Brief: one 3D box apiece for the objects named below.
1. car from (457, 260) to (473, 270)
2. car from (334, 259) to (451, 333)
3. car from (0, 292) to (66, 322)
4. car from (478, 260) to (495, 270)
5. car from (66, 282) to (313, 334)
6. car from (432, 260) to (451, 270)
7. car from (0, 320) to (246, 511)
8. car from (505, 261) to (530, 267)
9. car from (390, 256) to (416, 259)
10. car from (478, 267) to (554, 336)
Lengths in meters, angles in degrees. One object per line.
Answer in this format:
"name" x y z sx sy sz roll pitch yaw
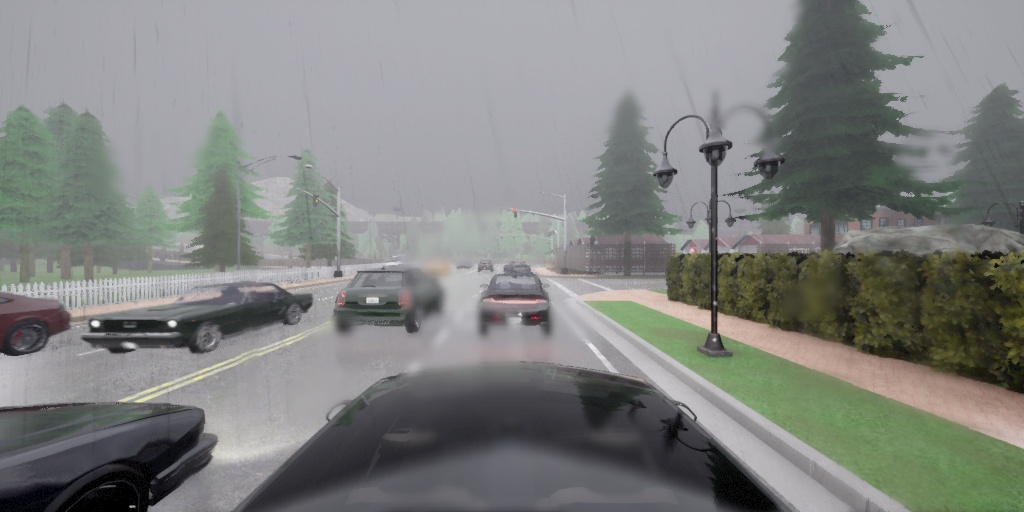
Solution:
"car" -6.893 1.314 53.009 1.837 1.490 4.892 0 0 0
"car" -3.395 1.102 10.876 2.097 1.767 4.553 0 0 0
"car" -10.578 1.276 5.904 1.812 1.442 4.674 0 0 0
"car" -3.308 1.255 46.003 1.837 1.490 4.892 0 0 0
"car" -7.085 1.351 8.860 1.895 1.301 4.718 0 0 0
"car" -10.393 1.358 53.016 1.994 1.385 4.181 0 0 0
"car" -3.405 1.297 0.509 2.033 1.411 5.357 0 0 0
"car" 0.473 1.241 33.696 2.128 1.511 4.902 0 0 -12
"car" -10.530 0.971 34.160 2.150 2.045 5.566 0 0 0
"car" 0.101 1.242 10.394 2.128 1.511 4.902 0 0 0
